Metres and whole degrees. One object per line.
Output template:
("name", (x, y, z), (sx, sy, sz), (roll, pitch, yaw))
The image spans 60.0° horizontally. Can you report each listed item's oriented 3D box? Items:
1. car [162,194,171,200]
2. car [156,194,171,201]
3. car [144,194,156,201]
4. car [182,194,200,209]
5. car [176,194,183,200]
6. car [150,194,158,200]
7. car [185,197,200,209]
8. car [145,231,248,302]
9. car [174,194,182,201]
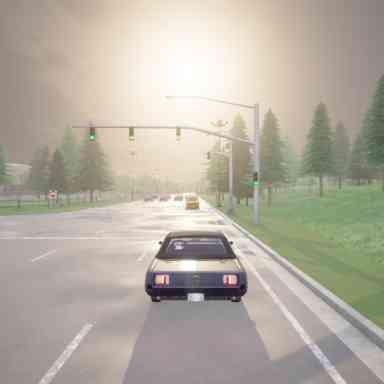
("car", (-6.838, 1.372, 90.911), (2.033, 1.411, 5.357), (0, 0, 0))
("car", (-6.857, 1.531, 80.491), (2.033, 1.411, 5.357), (0, 0, 0))
("car", (-10.357, 1.531, 80.497), (2.033, 1.411, 5.357), (0, 0, 0))
("car", (-0.025, 1.077, 46.413), (1.882, 1.535, 5.008), (-3, 17, -2))
("car", (-3.338, 1.357, 90.904), (1.812, 1.442, 4.674), (0, 0, 0))
("car", (-10.338, 1.332, 90.917), (1.837, 1.490, 4.892), (0, 0, 0))
("car", (0.067, 1.576, 49.859), (2.033, 1.411, 5.357), (-1, 1, 0))
("car", (0.094, 1.601, 8.191), (1.895, 1.301, 4.718), (0, 0, 0))
("car", (-3.356, 1.545, 80.901), (1.994, 1.385, 4.181), (0, 0, 0))
